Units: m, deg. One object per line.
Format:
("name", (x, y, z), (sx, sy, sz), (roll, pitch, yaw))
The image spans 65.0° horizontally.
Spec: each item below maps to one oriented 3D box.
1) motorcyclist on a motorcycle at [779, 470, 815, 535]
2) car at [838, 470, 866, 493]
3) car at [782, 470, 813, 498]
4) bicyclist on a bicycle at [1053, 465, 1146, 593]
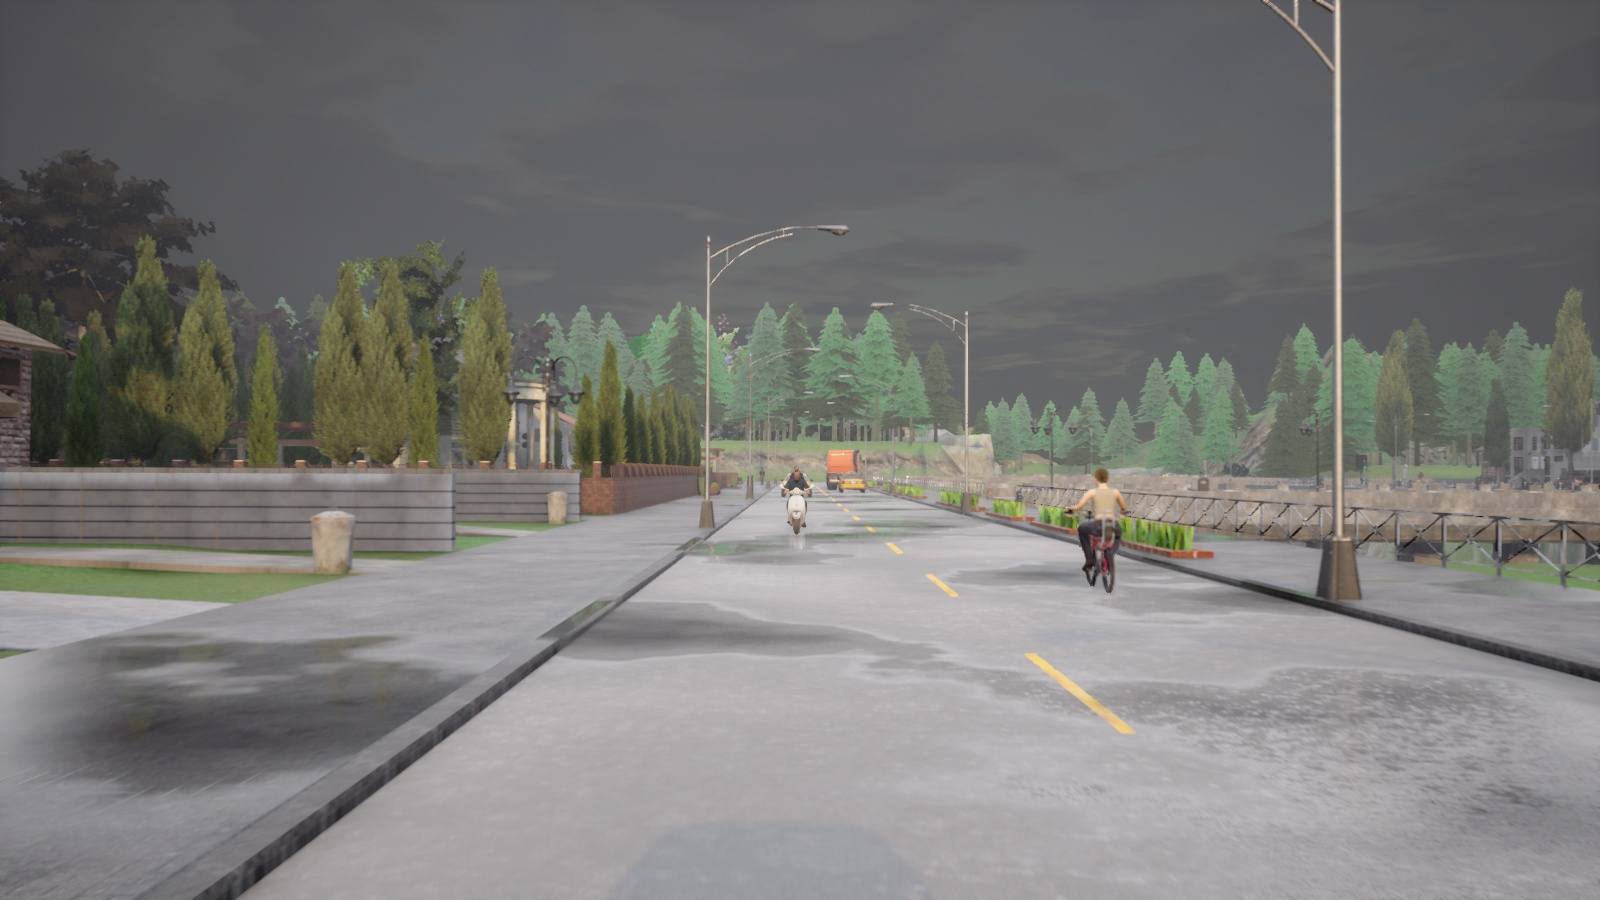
("motorcyclist on a motorcycle", (-0.074, 1.296, 31.521), (0.866, 1.590, 1.817), (0, -1, 0))
("car", (3.785, 2.273, 91.679), (1.801, 1.575, 5.366), (0, -1, 0))
("car", (-0.178, 2.023, 75.767), (1.801, 1.575, 5.366), (0, -1, 0))
("bicyclist on a bicycle", (3.956, 1.015, 16.696), (0.866, 1.612, 1.509), (0, -1, 0))
